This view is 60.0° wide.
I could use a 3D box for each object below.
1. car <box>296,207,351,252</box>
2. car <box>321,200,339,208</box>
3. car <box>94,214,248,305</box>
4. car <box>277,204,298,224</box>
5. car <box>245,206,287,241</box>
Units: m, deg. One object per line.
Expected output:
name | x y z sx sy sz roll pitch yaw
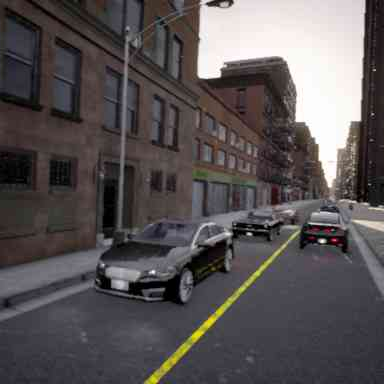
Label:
car | 6.021 1.672 15.111 1.837 1.490 4.892 3 0 23
car | 17.383 1.846 41.955 2.097 1.767 4.553 3 0 23
car | -0.335 1.427 8.218 2.128 1.511 4.902 3 0 23
car | 7.448 1.686 26.626 1.812 1.442 4.674 3 0 23
car | 3.518 1.648 17.361 1.895 1.301 4.718 3 0 23
